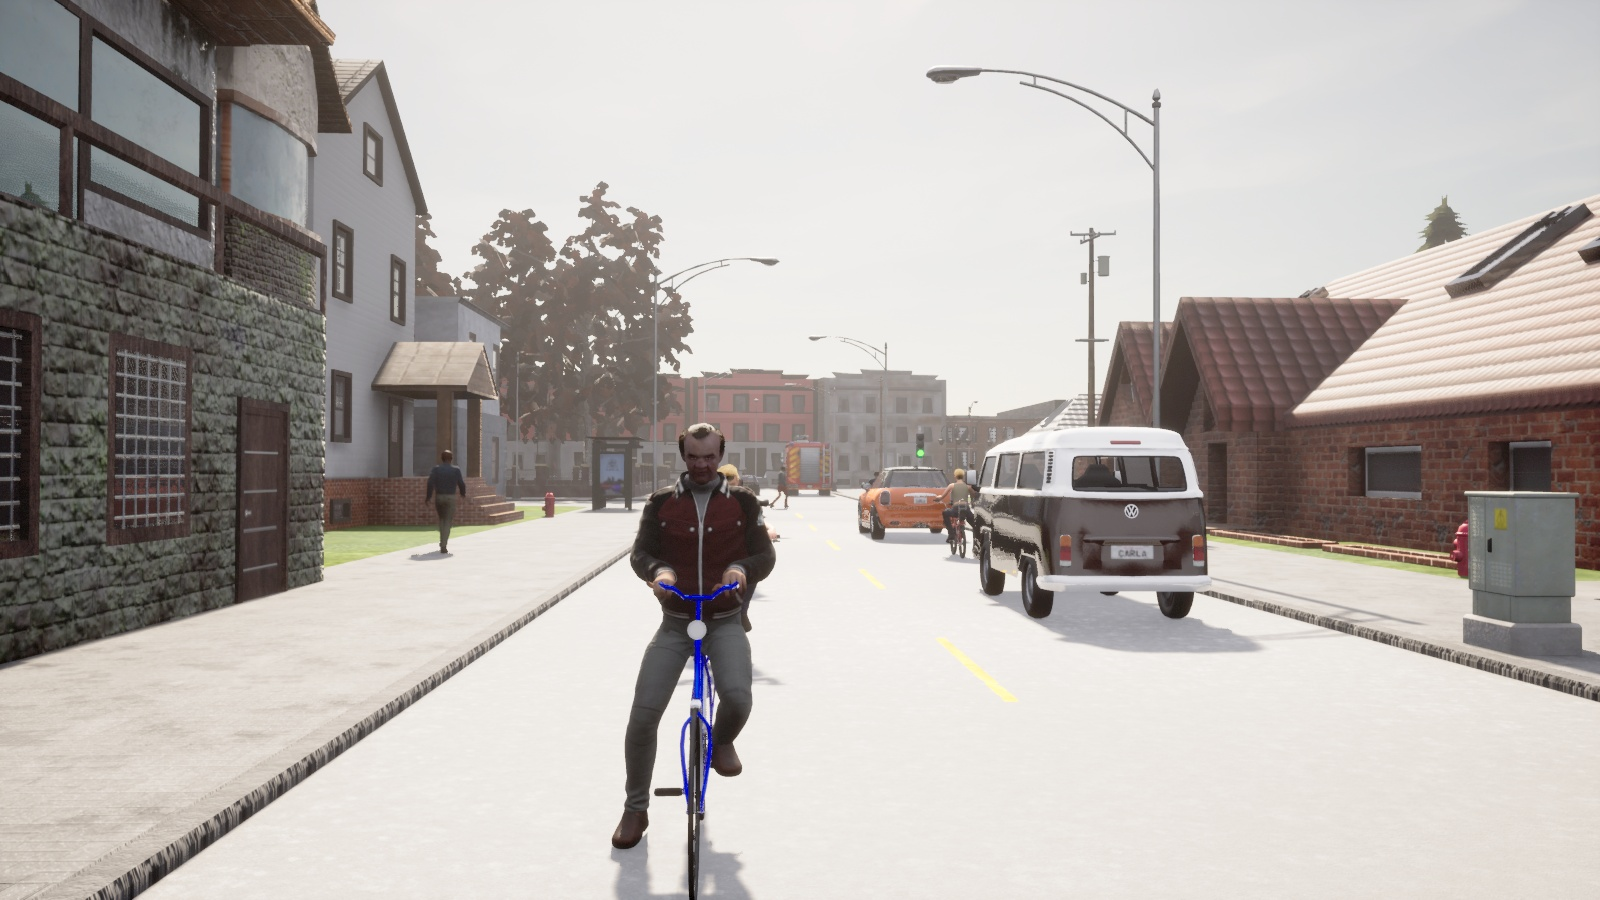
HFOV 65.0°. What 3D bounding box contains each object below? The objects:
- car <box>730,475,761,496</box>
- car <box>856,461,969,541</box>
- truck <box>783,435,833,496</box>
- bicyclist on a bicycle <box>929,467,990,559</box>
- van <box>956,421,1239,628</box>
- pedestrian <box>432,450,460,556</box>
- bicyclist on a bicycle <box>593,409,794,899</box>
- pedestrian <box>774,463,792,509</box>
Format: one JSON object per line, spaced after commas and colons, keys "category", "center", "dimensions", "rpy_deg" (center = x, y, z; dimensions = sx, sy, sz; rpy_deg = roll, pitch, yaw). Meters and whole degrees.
{"category": "car", "center": [-3.554, 2.286, 80.992], "dimensions": [1.895, 1.301, 4.718], "rpy_deg": [0, -1, -4]}
{"category": "car", "center": [2.603, 1.169, 30.248], "dimensions": [2.097, 1.767, 4.553], "rpy_deg": [0, -1, -3]}
{"category": "truck", "center": [0.442, 1.040, 83.099], "dimensions": [2.891, 3.827, 8.468], "rpy_deg": [0, -1, -2]}
{"category": "bicyclist on a bicycle", "center": [2.899, 1.124, 22.953], "dimensions": [0.866, 1.612, 1.509], "rpy_deg": [0, -1, -2]}
{"category": "van", "center": [3.239, 0.772, 14.712], "dimensions": [2.069, 2.038, 4.480], "rpy_deg": [0, -1, -2]}
{"category": "pedestrian", "center": [-6.201, 0.918, 22.009], "dimensions": [0.370, 1.835, 0.726], "rpy_deg": [0, -1, -6]}
{"category": "bicyclist on a bicycle", "center": [-0.398, 0.772, 5.058], "dimensions": [0.659, 1.776, 1.843], "rpy_deg": [0, -1, -3]}
{"category": "pedestrian", "center": [-0.691, 1.467, 51.339], "dimensions": [0.614, 1.847, 0.353], "rpy_deg": [0, -1, -28]}
